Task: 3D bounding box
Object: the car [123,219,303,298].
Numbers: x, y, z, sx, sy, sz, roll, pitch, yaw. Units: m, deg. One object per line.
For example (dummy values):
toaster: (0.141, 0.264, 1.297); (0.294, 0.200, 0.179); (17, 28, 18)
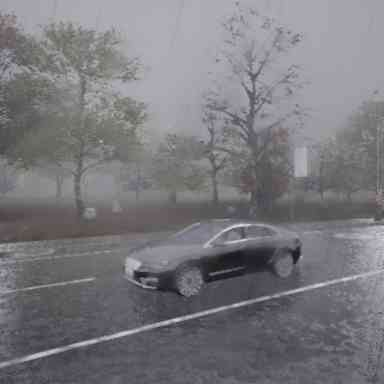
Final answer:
car: (0.710, 1.471, 8.511); (4.902, 1.511, 2.128); (0, 0, -33)
